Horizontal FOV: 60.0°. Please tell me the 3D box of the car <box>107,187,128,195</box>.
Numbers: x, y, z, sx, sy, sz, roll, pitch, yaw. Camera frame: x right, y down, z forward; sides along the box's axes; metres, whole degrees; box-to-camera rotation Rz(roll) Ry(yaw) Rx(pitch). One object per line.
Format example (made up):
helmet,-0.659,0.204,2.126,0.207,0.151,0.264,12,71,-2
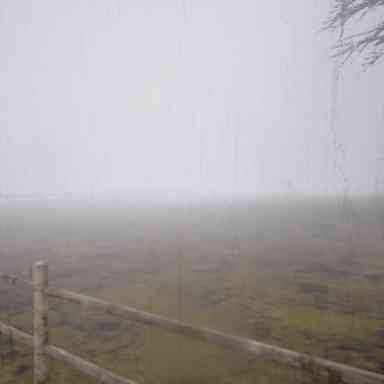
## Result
car,-15.997,-0.236,71.253,1.882,1.535,5.008,-1,1,35
